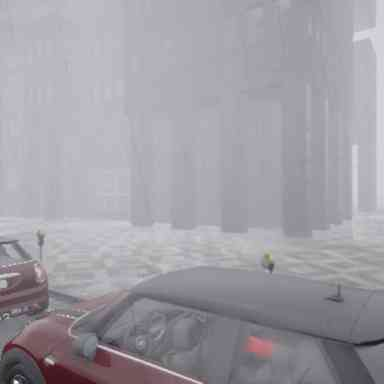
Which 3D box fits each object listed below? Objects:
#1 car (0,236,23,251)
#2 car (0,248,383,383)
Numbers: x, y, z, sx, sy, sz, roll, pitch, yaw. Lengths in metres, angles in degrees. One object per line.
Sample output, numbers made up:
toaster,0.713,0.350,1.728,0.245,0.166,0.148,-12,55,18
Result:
car,-4.621,1.508,6.372,4.097,1.590,1.967,-1,0,36
car,-0.024,1.456,3.090,4.097,1.590,1.967,-1,0,36
